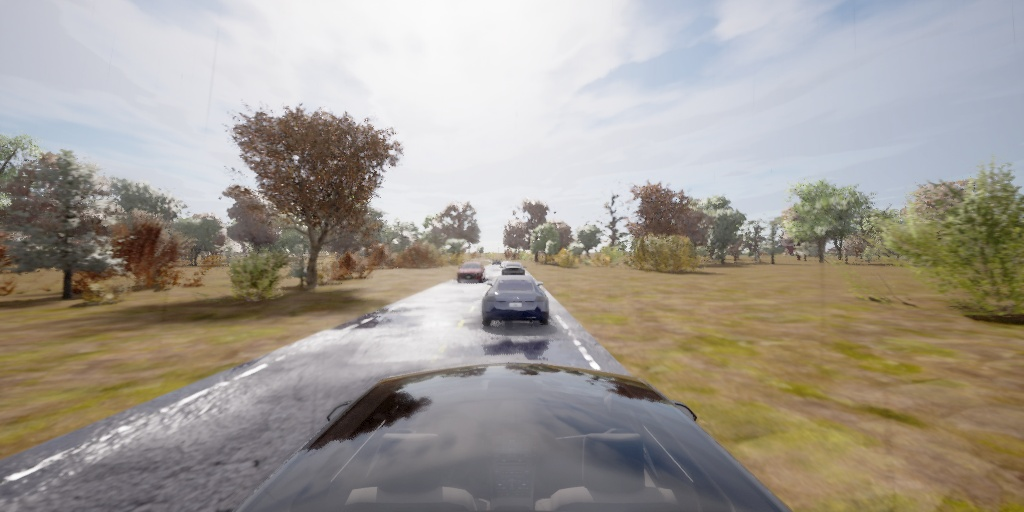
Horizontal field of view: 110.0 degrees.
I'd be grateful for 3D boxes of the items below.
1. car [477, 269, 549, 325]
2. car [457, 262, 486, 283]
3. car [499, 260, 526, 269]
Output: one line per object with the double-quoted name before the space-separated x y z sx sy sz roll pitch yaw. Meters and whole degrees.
"car" 0.102 1.313 11.854 1.994 1.385 4.181 0 0 0
"car" -3.090 1.218 27.942 1.882 1.535 5.008 0 0 0
"car" 0.106 1.244 29.448 1.837 1.490 4.892 0 0 0
